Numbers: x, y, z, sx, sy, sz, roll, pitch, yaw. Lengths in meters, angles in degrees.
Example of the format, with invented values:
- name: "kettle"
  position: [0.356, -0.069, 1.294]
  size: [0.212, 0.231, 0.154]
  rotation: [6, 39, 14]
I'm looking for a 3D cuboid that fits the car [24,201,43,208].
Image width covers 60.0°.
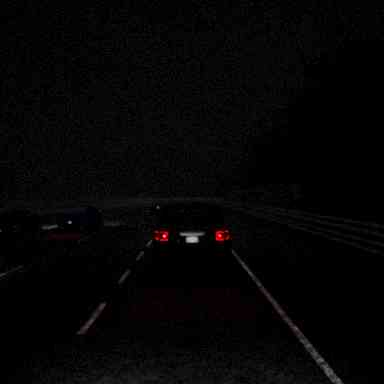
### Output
- name: "car"
  position: [-32.483, 2.524, 68.466]
  size: [1.994, 1.385, 4.181]
  rotation: [0, -1, -1]

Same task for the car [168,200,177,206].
- name: "car"
  position: [-4.647, 2.584, 79.860]
  size: [2.033, 1.411, 5.357]
  rotation: [0, -1, -1]

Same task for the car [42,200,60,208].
- name: "car"
  position: [-28.984, 2.448, 68.519]
  size: [1.837, 1.490, 4.892]
  rotation: [0, -1, -1]

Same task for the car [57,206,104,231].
- name: "car"
  position: [-7.196, 1.640, 21.989]
  size: [1.882, 1.535, 5.008]
  rotation: [0, 0, -1]

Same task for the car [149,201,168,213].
- name: "car"
  position: [-4.086, 1.864, 41.625]
  size: [1.994, 1.385, 4.181]
  rotation: [0, -1, -1]

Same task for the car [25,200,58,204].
- name: "car"
  position: [-21.758, 1.993, 48.263]
  size: [1.882, 1.535, 5.008]
  rotation: [0, -1, -1]

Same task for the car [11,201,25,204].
- name: "car"
  position: [-25.254, 2.065, 48.229]
  size: [1.812, 1.442, 4.674]
  rotation: [0, -1, 0]

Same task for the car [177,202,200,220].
- name: "car"
  position: [-0.339, 1.722, 31.670]
  size: [2.033, 1.411, 5.357]
  rotation: [0, 0, -1]

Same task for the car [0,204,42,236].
- name: "car"
  position: [-10.664, 1.682, 19.814]
  size: [1.837, 1.490, 4.892]
  rotation: [0, 0, -1]

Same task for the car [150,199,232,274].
- name: "car"
  position: [-0.034, 1.286, 10.961]
  size: [2.150, 2.045, 5.566]
  rotation: [0, 0, -1]
